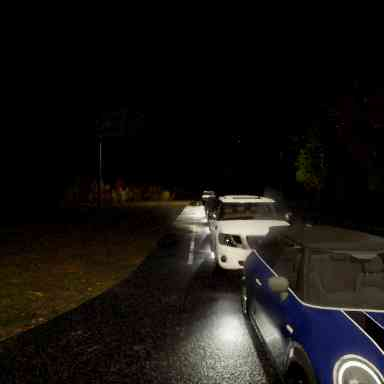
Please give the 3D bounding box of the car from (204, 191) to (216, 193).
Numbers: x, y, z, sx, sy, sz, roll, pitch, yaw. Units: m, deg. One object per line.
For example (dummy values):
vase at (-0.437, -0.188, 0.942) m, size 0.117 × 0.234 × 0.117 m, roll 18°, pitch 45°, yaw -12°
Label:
car at (2.743, 0.938, 54.441) m, size 2.150 × 2.045 × 5.566 m, roll 0°, pitch 0°, yaw 2°

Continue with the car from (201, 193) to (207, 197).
car at (2.393, 1.274, 41.599) m, size 2.128 × 1.511 × 4.902 m, roll 0°, pitch 0°, yaw 1°

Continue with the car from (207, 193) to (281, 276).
car at (1.716, 1.160, 10.502) m, size 2.150 × 2.045 × 5.566 m, roll 0°, pitch 0°, yaw 1°

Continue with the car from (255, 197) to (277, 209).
car at (9.408, 1.380, 42.667) m, size 1.895 × 1.301 × 4.718 m, roll 0°, pitch 0°, yaw 1°

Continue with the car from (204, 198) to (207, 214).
car at (1.978, 1.380, 23.089) m, size 1.837 × 1.490 × 4.892 m, roll 0°, pitch 0°, yaw 1°

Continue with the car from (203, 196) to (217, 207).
car at (2.567, 1.314, 48.008) m, size 1.994 × 1.385 × 4.181 m, roll 0°, pitch 0°, yaw 2°

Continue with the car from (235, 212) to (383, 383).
car at (1.940, 1.338, 4.156) m, size 2.097 × 1.767 × 4.553 m, roll 0°, pitch 0°, yaw 0°

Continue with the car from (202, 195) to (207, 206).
car at (2.113, 1.322, 29.344) m, size 1.882 × 1.535 × 5.008 m, roll 0°, pitch 0°, yaw 1°
